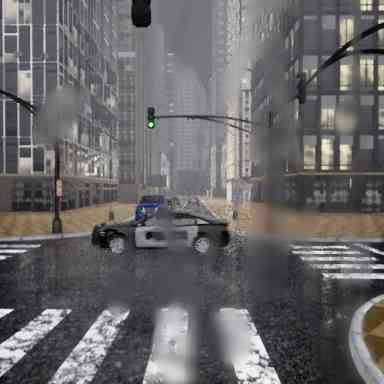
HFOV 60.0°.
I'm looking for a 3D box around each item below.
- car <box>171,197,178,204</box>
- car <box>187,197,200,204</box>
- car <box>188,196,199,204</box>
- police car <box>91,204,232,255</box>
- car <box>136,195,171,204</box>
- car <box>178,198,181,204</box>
[{"bbox_3d":[-2.938,1.489,36.810,1.882,1.535,5.008,0,0,0],"label":"car"},{"bbox_3d":[0.234,1.519,55.007,2.128,1.511,4.902,0,0,0],"label":"car"},{"bbox_3d":[0.279,1.589,65.424,2.033,1.411,5.357,0,0,0],"label":"car"},{"bbox_3d":[-1.125,1.410,12.711,5.238,1.638,1.930,0,1,1],"label":"police car"},{"bbox_3d":[-2.992,1.225,25.609,2.150,2.045,5.566,0,0,-2],"label":"car"},{"bbox_3d":[-2.831,1.551,53.288,1.812,1.442,4.674,0,0,1],"label":"car"}]
